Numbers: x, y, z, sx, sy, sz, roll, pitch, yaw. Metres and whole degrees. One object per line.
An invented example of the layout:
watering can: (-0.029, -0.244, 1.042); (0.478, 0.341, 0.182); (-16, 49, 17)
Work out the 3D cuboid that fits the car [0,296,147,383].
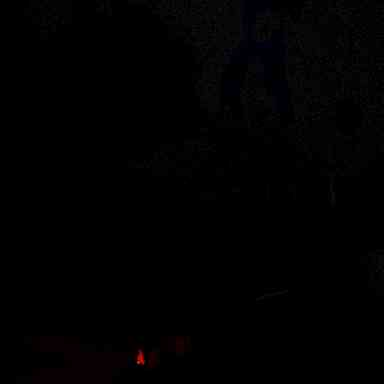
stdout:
car: (-2.378, 1.563, 2.296); (4.181, 1.385, 1.994); (0, 0, -36)
